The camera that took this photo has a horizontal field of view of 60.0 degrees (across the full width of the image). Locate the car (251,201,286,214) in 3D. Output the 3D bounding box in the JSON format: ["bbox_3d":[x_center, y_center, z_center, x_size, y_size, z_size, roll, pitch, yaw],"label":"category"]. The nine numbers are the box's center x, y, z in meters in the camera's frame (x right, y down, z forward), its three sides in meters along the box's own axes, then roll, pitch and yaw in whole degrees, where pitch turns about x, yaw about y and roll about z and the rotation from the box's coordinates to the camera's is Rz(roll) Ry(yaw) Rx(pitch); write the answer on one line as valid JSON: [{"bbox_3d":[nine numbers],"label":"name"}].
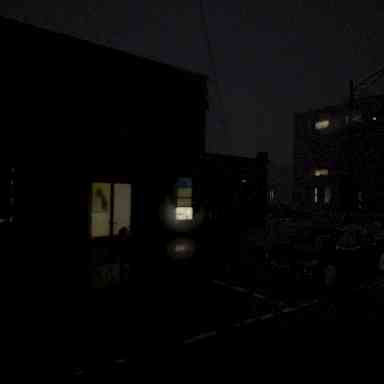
[{"bbox_3d":[9.696,1.950,42.505,1.967,1.590,4.097,1,-1,-35],"label":"car"}]

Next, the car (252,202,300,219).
[{"bbox_3d":[8.494,1.835,33.909,1.812,1.442,4.674,2,-1,-35],"label":"car"}]

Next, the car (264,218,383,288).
[{"bbox_3d":[3.902,1.602,9.328,4.403,1.369,2.008,0,1,-35],"label":"car"}]

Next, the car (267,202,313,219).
[{"bbox_3d":[8.408,1.755,29.276,1.887,1.381,4.507,1,-1,-35],"label":"car"}]
